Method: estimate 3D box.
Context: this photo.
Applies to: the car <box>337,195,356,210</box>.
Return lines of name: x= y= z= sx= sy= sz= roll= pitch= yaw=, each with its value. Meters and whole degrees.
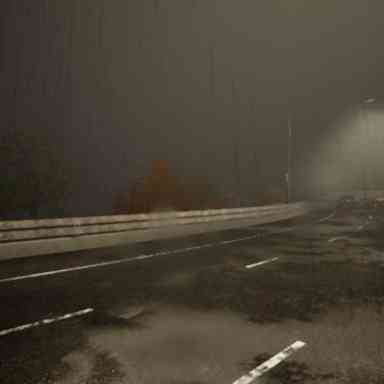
car: x=22.996 y=1.511 z=49.698 sx=2.150 sy=2.045 sz=5.566 roll=0 pitch=-2 yaw=19

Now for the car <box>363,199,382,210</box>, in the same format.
car: x=26.120 y=1.789 z=48.136 sx=1.882 sy=1.535 sz=5.008 roll=0 pitch=-1 yaw=19
